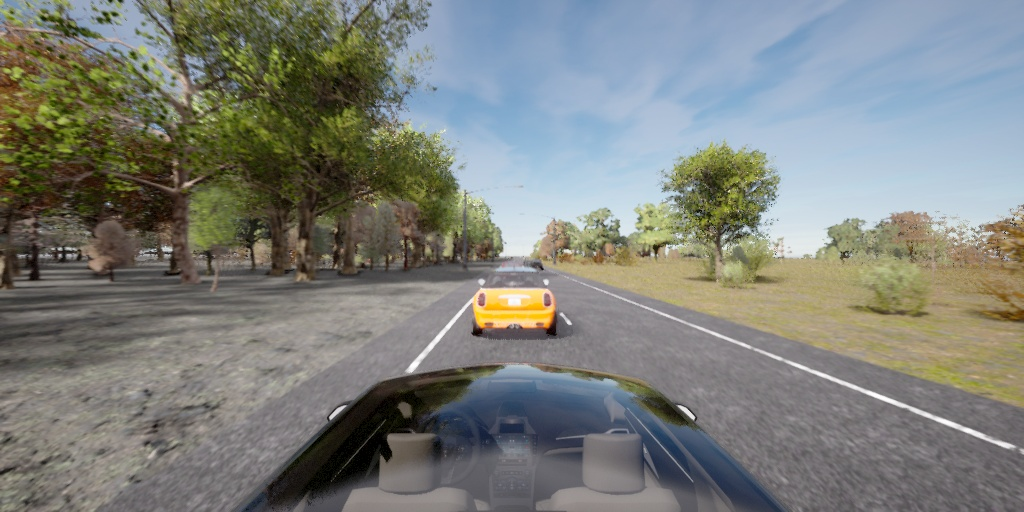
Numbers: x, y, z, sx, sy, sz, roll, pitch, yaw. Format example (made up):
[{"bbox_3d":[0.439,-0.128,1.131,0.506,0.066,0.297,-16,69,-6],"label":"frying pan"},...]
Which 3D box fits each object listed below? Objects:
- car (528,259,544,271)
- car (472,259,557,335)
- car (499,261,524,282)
[{"bbox_3d":[3.376,1.234,50.986,1.837,1.490,4.892,0,0,0],"label":"car"},{"bbox_3d":[0.053,1.097,10.578,2.097,1.767,4.553,0,0,0],"label":"car"},{"bbox_3d":[-0.033,1.212,30.098,1.882,1.535,5.008,0,0,0],"label":"car"}]
